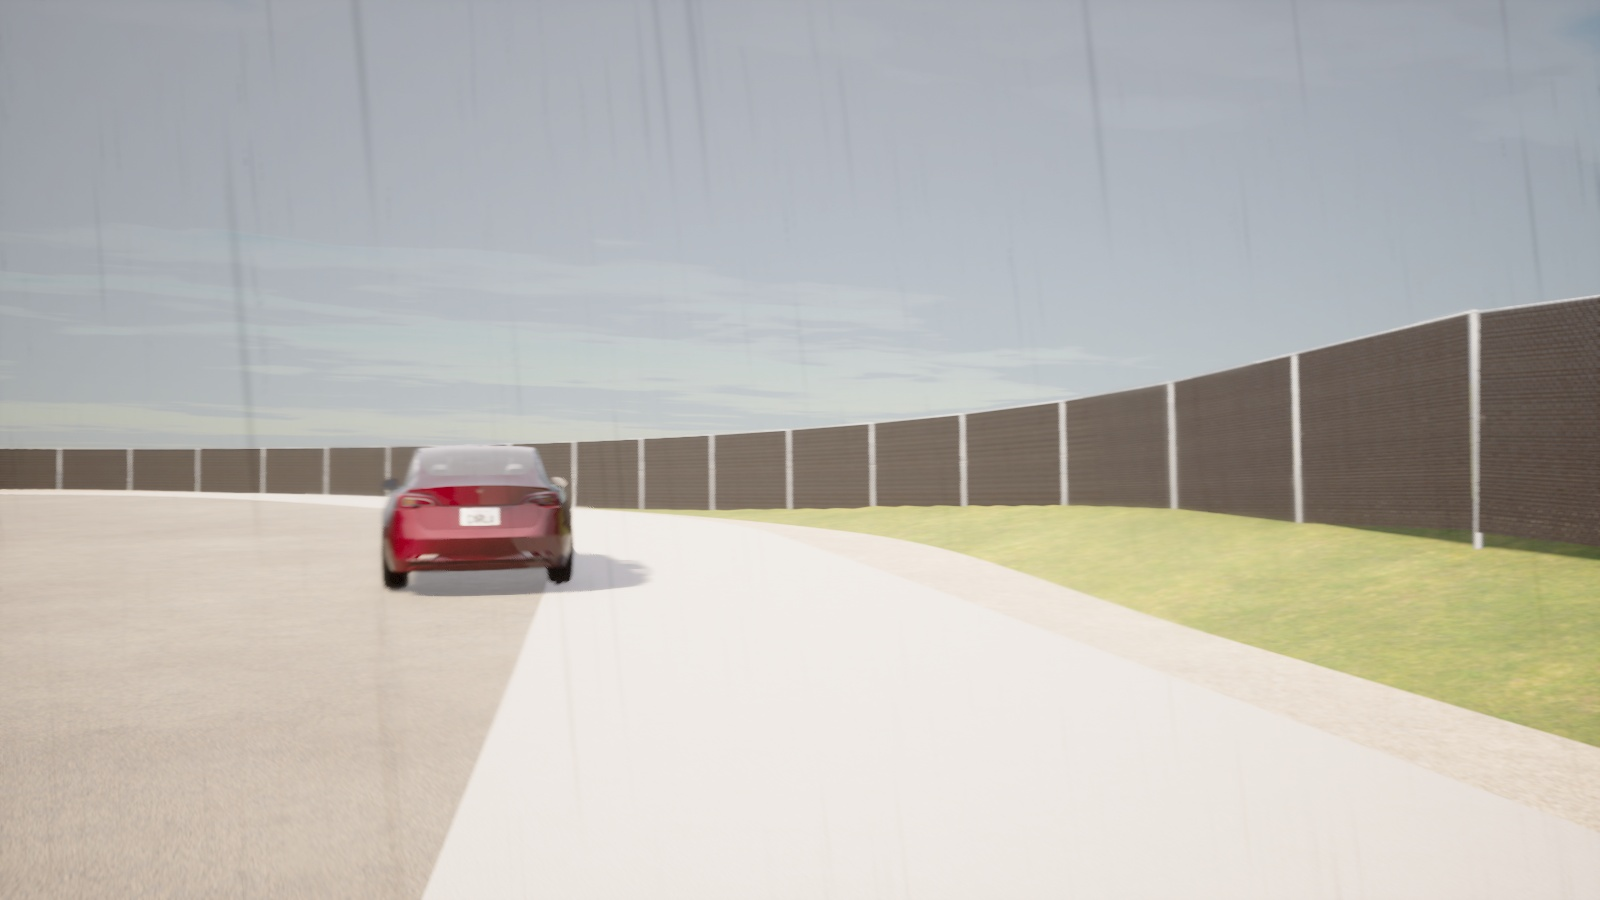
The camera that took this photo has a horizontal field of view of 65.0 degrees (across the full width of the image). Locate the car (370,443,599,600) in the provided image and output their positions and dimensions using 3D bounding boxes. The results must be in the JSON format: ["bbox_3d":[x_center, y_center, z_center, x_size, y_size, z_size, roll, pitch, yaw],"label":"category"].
[{"bbox_3d":[-3.684,0.673,14.614,2.163,1.488,4.792,0,0,-15],"label":"car"}]
